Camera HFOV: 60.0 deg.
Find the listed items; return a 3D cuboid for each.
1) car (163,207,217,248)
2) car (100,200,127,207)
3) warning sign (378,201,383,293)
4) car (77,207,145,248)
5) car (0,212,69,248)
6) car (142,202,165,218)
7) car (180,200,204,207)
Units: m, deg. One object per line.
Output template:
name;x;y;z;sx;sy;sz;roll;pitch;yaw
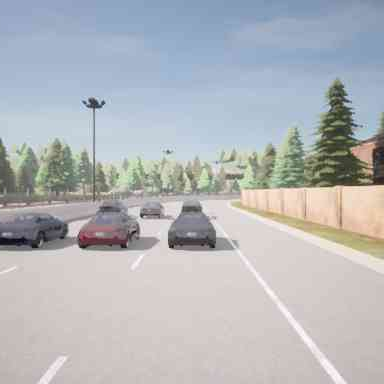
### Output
car;0.000;1.573;14.650;1.994;1.385;4.181;0;0;0
car;-7.000;1.517;29.650;1.837;1.490;4.892;0;0;0
warning sign;4.550;1.114;6.434;1.300;1.860;1.060;0;0;0
car;-3.500;1.572;14.650;1.994;1.385;4.181;0;0;0
car;-7.000;1.572;14.650;1.994;1.385;4.181;0;0;0
car;-3.500;1.563;29.650;2.033;1.411;5.357;0;0;0
car;0.000;1.485;29.650;1.882;1.535;5.008;0;0;0
